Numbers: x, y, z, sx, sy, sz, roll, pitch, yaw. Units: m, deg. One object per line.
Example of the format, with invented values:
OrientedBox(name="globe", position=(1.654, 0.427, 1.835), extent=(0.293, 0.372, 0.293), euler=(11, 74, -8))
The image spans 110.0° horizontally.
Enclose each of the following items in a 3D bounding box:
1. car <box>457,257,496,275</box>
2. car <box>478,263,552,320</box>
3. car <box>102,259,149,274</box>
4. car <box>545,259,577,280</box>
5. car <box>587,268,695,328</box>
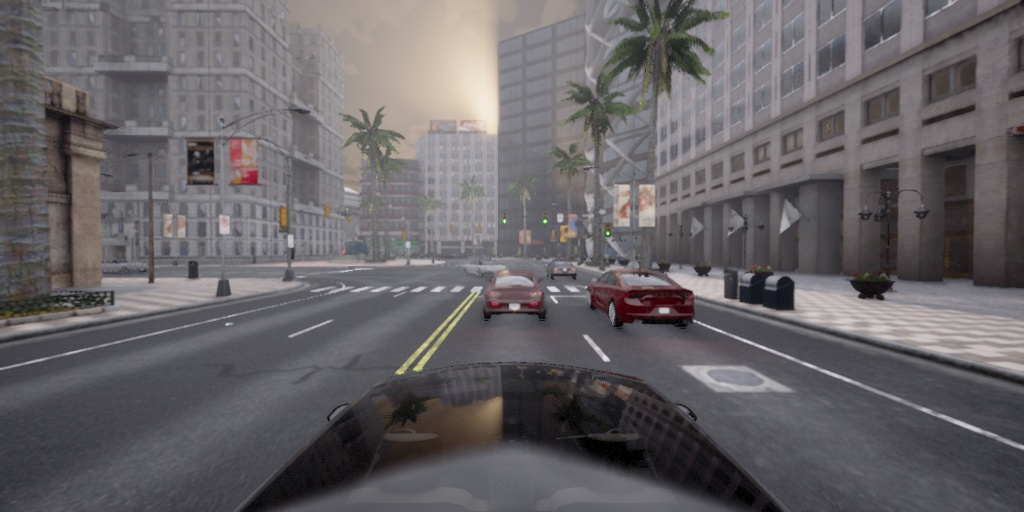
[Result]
OrientedBox(name="car", position=(-2.530, 0.969, 29.719), extent=(1.895, 1.301, 4.718), euler=(0, 1, -32))
OrientedBox(name="car", position=(0.085, 1.138, 11.787), extent=(1.812, 1.442, 4.674), euler=(0, 1, 0))
OrientedBox(name="car", position=(-36.016, 0.928, 32.763), extent=(4.718, 1.301, 1.895), euler=(0, 1, 0))
OrientedBox(name="car", position=(3.595, 0.955, 26.816), extent=(2.033, 1.411, 5.357), euler=(0, 1, 0))
OrientedBox(name="car", position=(3.581, 1.103, 10.873), extent=(1.882, 1.535, 5.008), euler=(0, 1, 0))
